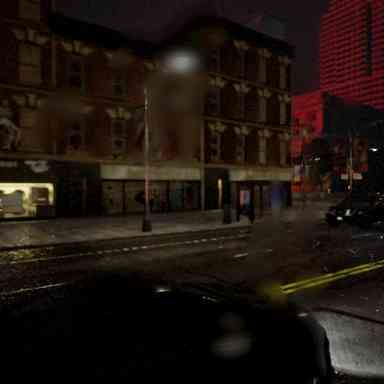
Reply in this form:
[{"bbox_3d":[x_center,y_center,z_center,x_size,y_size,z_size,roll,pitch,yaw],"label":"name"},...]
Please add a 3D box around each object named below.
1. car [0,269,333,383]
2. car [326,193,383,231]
[{"bbox_3d":[-0.448,1.554,3.428,4.181,1.385,1.994,0,0,-36],"label":"car"},{"bbox_3d":[10.412,1.087,20.038,5.566,2.045,2.150,0,0,-36],"label":"car"}]
